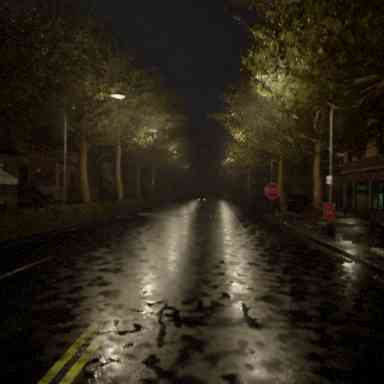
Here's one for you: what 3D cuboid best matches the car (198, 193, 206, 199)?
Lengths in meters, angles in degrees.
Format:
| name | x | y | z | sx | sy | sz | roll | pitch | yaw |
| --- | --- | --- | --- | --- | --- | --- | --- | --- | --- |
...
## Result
| name | x | y | z | sx | sy | sz | roll | pitch | yaw |
| --- | --- | --- | --- | --- | --- | --- | --- | --- | --- |
| car | 2.608 | 0.966 | 88.430 | 2.097 | 1.767 | 4.553 | 1 | 0 | 4 |

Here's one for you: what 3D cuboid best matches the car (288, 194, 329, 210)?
| name | x | y | z | sx | sy | sz | roll | pitch | yaw |
| --- | --- | --- | --- | --- | --- | --- | --- | --- | --- |
| car | 15.052 | 1.250 | 42.487 | 5.566 | 2.045 | 2.150 | 1 | 0 | -3 |

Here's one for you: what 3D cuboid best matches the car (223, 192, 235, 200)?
| name | x | y | z | sx | sy | sz | roll | pitch | yaw |
| --- | --- | --- | --- | --- | --- | --- | --- | --- | --- |
| car | 8.826 | 0.960 | 83.402 | 2.435 | 2.045 | 5.566 | 1 | 0 | 4 |
